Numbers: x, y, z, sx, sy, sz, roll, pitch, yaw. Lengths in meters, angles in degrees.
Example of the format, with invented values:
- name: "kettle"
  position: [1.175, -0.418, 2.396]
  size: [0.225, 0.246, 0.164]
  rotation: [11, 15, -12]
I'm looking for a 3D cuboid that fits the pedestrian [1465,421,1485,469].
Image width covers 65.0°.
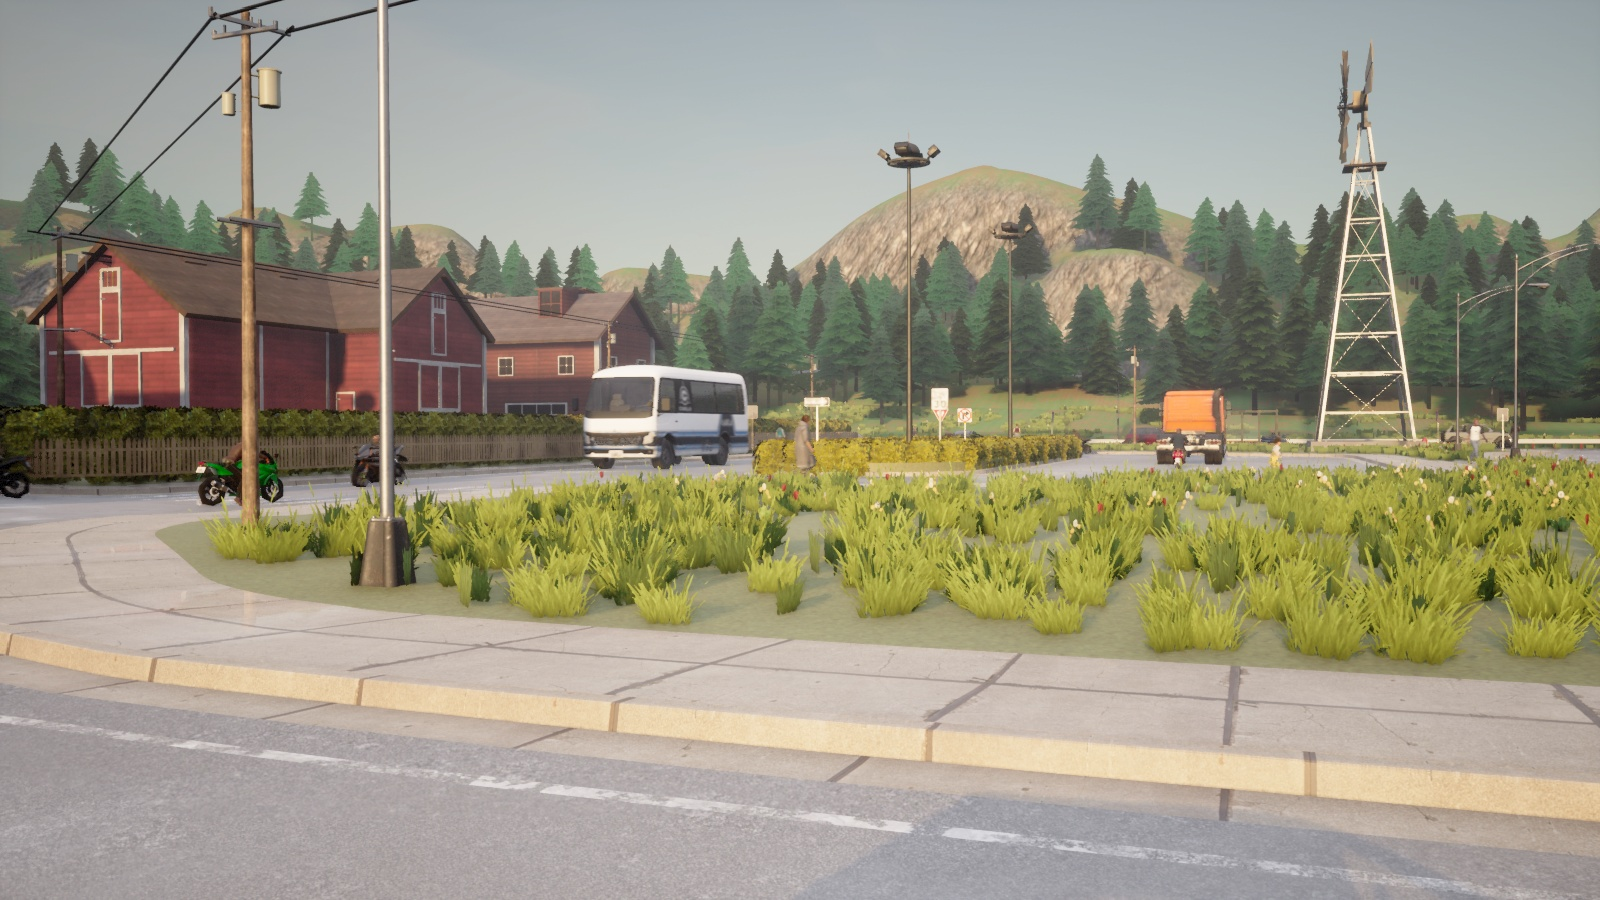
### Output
- name: "pedestrian"
  position: [26.067, -0.190, 48.469]
  size: [0.354, 1.836, 0.706]
  rotation: [0, 1, -1]

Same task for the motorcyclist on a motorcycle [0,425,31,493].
- name: "motorcyclist on a motorcycle"
  position: [-18.498, 0.207, 28.136]
  size: [2.044, 1.523, 0.797]
  rotation: [0, -2, -20]

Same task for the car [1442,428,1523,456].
- name: "car"
  position: [46.522, -0.553, 85.624]
  size: [4.605, 1.855, 1.932]
  rotation: [1, 0, 34]

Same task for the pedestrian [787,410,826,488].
- name: "pedestrian"
  position: [0.153, -0.025, 31.693]
  size: [0.873, 1.952, 0.659]
  rotation: [0, 1, -10]

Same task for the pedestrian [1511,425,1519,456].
- name: "pedestrian"
  position: [44.513, -0.603, 78.165]
  size: [0.402, 1.930, 0.666]
  rotation: [1, 1, 27]

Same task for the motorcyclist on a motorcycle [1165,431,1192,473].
- name: "motorcyclist on a motorcycle"
  position: [14.483, 0.066, 47.969]
  size: [0.866, 1.590, 1.817]
  rotation: [1, 1, 20]

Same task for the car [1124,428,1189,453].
- name: "car"
  position: [26.630, -0.715, 93.704]
  size: [4.553, 1.767, 2.097]
  rotation: [1, 1, 19]

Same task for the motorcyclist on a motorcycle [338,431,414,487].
- name: "motorcyclist on a motorcycle"
  position: [-12.088, 0.242, 35.870]
  size: [0.866, 1.530, 2.191]
  rotation: [1, 1, 20]

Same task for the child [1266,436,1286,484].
- name: "child"
  position: [12.828, 0.268, 33.849]
  size: [0.437, 1.263, 0.270]
  rotation: [0, 1, -9]

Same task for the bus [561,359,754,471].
- name: "bus"
  position: [-5.724, -1.424, 53.258]
  size: [3.944, 4.253, 10.273]
  rotation: [1, 1, 20]

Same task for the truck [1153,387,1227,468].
- name: "truck"
  position: [18.069, -1.015, 57.844]
  size: [2.891, 3.462, 7.936]
  rotation: [1, 1, 20]

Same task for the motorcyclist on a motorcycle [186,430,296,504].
- name: "motorcyclist on a motorcycle"
  position: [-12.000, 0.330, 27.034]
  size: [0.797, 1.523, 2.044]
  rotation: [1, 1, 34]
